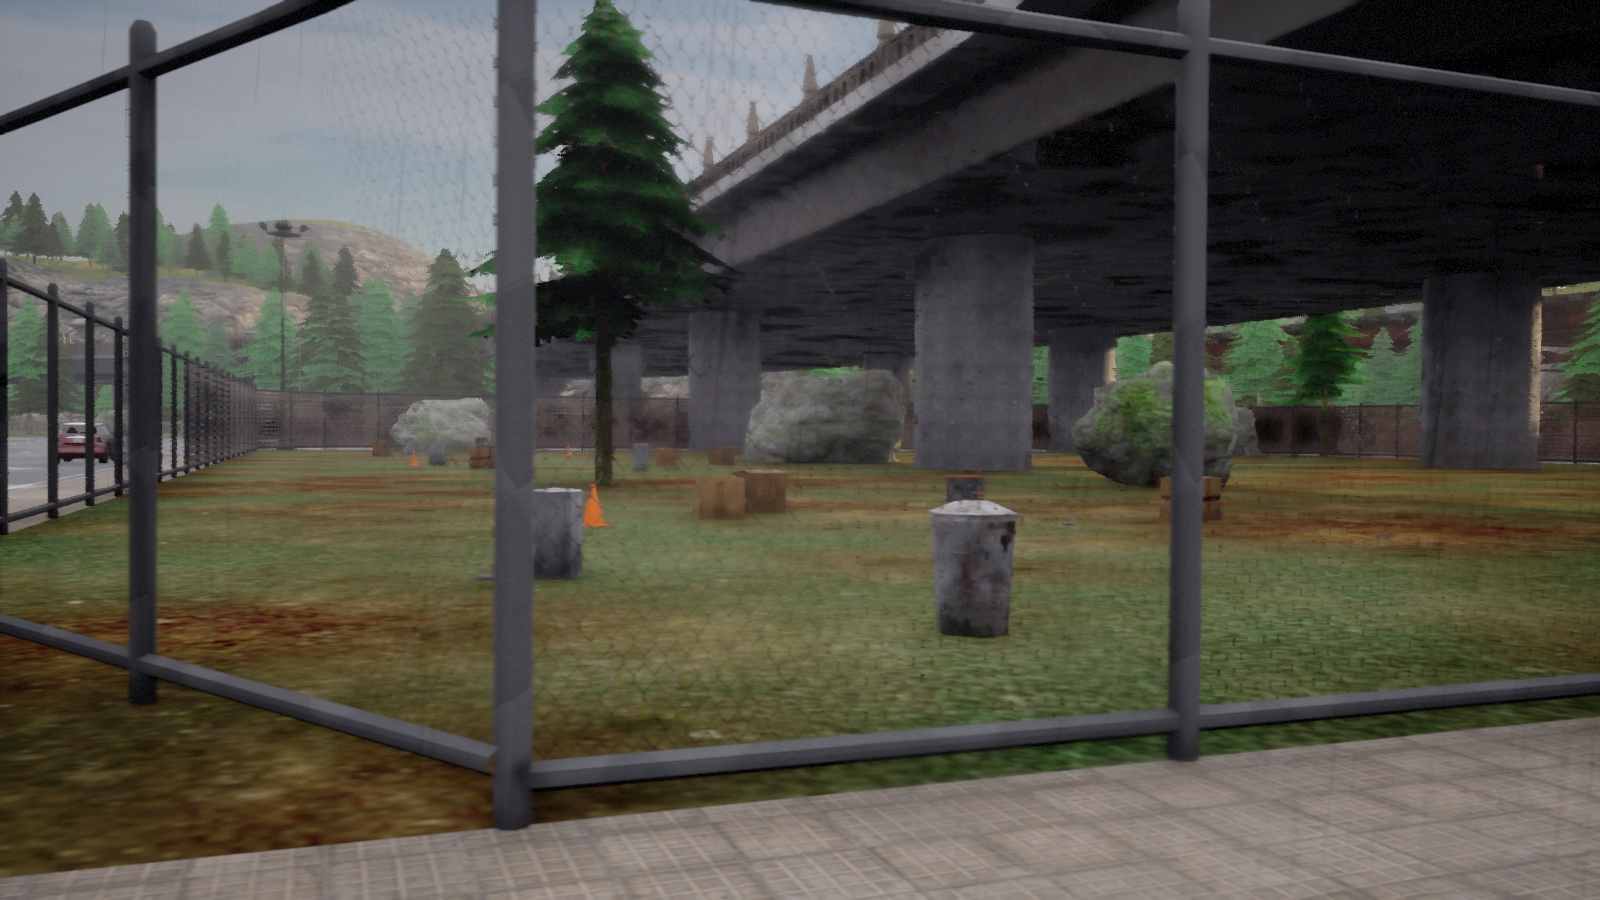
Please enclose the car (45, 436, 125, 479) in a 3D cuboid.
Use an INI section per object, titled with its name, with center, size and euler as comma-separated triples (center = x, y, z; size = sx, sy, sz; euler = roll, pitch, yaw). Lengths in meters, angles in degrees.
[car]
center = -26.290, 0.256, 46.304
size = 1.970, 1.475, 3.806
euler = -1, 1, -20
